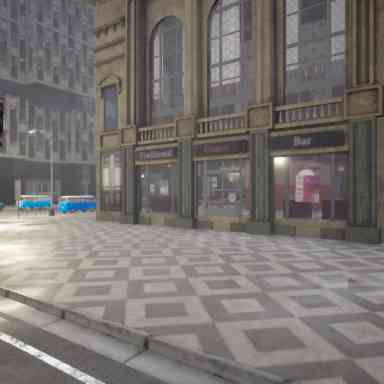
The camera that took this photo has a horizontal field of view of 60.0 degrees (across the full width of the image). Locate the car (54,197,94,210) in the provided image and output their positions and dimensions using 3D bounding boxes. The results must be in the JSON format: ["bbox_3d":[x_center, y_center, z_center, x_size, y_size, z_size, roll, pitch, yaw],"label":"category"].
[{"bbox_3d":[-15.378,1.467,43.526,1.752,1.417,4.829,0,0,36],"label":"car"}]

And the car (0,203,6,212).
[{"bbox_3d":[-21.822,1.514,34.529,2.008,1.369,4.403,0,0,36],"label":"car"}]

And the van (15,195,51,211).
[{"bbox_3d":[-18.550,1.293,39.097,1.690,1.788,3.998,0,0,36],"label":"van"}]

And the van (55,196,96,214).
[{"bbox_3d":[-11.619,1.283,34.134,1.690,1.788,3.998,0,0,36],"label":"van"}]
